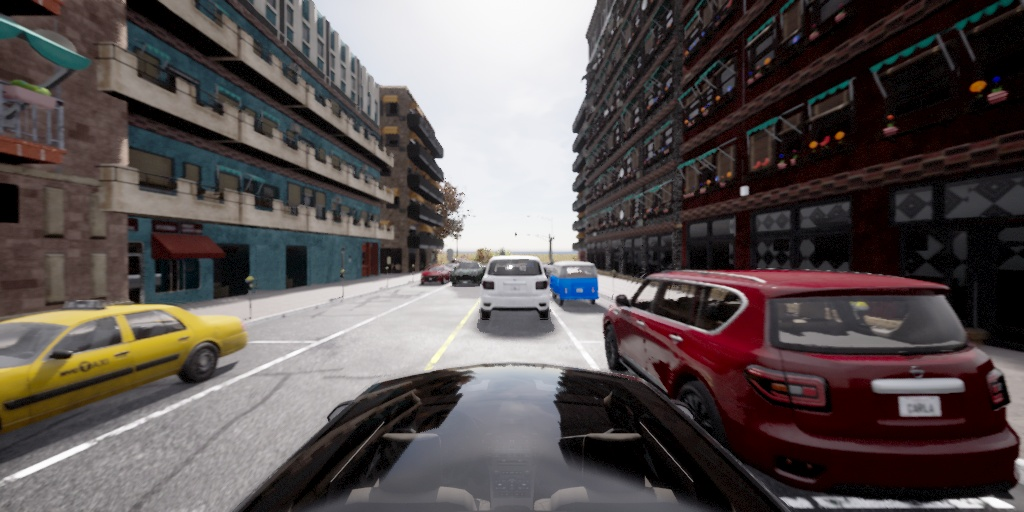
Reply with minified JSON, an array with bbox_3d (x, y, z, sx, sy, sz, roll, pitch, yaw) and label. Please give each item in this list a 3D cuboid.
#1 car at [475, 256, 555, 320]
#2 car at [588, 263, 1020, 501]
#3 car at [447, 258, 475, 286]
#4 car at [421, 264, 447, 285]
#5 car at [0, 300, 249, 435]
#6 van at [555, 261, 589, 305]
[{"bbox_3d":[0.099,1.011,13.026,2.150,2.045,5.566,0,0,0],"label":"car"},{"bbox_3d":[2.690,1.075,4.736,2.192,1.841,5.009,0,0,0],"label":"car"},{"bbox_3d":[-3.096,1.177,26.106,2.097,1.767,4.553,0,0,0],"label":"car"},{"bbox_3d":[-5.686,1.373,27.349,1.888,1.381,4.507,0,0,0],"label":"car"},{"bbox_3d":[-5.691,1.286,4.516,1.751,1.417,4.829,0,0,0],"label":"car"},{"bbox_3d":[2.693,1.137,16.065,1.690,1.789,3.998,0,0,0],"label":"van"}]
